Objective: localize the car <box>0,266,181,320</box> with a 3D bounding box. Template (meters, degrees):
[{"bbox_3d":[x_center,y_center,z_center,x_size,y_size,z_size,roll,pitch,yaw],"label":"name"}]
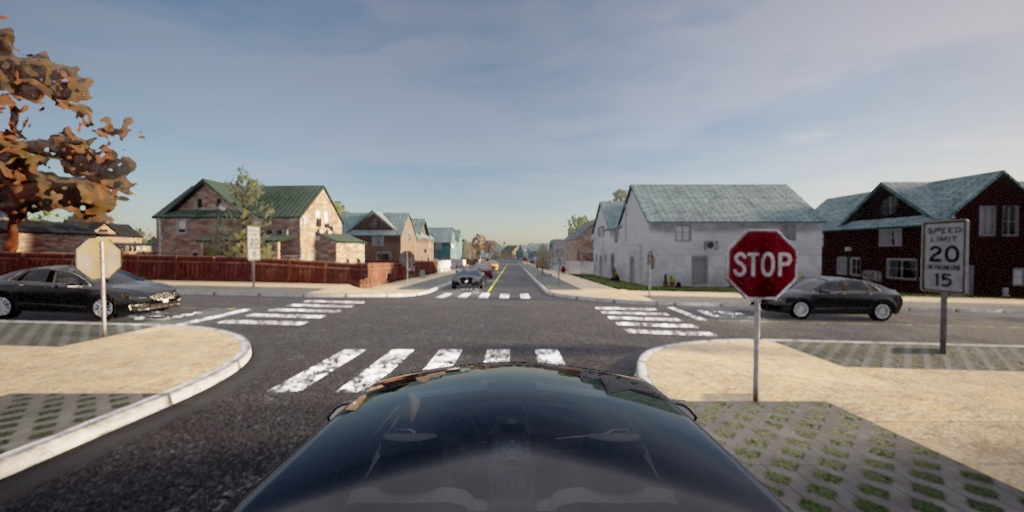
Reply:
[{"bbox_3d":[-13.296,1.077,11.228,4.892,1.490,1.837,2,1,-1],"label":"car"}]

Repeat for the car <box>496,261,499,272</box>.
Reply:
[{"bbox_3d":[-2.786,1.414,49.565,1.882,1.535,5.008,0,0,0],"label":"car"}]

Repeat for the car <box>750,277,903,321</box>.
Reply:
[{"bbox_3d":[11.858,1.549,13.706,4.892,1.490,1.837,1,1,1],"label":"car"}]

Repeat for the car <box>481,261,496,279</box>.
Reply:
[{"bbox_3d":[-2.819,1.360,34.518,1.882,1.535,5.008,0,0,0],"label":"car"}]

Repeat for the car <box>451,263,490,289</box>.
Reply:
[{"bbox_3d":[-2.823,1.406,24.170,1.994,1.385,4.181,0,0,0],"label":"car"}]
